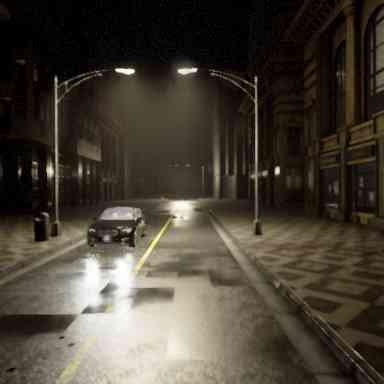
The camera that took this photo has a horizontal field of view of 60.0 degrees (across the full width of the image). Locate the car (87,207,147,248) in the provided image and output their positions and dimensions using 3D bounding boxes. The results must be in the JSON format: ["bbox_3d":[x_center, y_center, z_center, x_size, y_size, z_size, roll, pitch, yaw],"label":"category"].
[{"bbox_3d":[-3.110,1.417,14.559,2.128,1.511,4.902,0,0,0],"label":"car"}]
